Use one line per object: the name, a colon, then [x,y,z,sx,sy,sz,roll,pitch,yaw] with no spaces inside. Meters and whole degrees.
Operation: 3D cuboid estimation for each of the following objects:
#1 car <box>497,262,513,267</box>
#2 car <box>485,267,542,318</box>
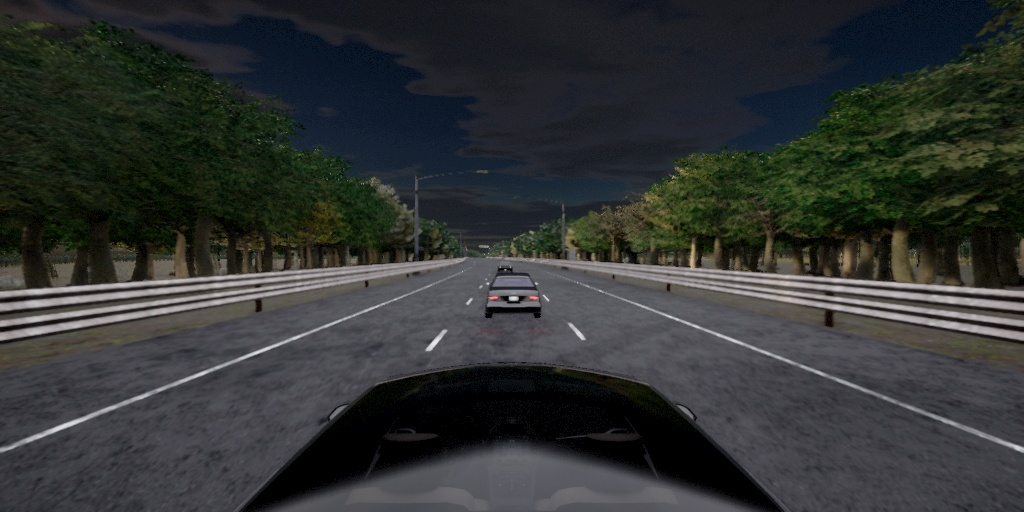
car: [-0.886,1.353,44.716,1.895,1.301,4.718,0,0,-3]
car: [0.015,1.297,13.022,2.033,1.411,5.357,0,0,-1]
